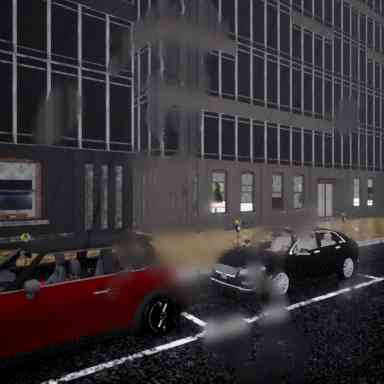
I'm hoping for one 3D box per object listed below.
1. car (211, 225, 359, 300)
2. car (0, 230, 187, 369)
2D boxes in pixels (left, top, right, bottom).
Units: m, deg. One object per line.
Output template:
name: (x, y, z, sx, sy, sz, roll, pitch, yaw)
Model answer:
car: (2.456, 1.549, 8.314, 4.403, 1.369, 2.008, 0, 0, -36)
car: (-2.177, 1.440, 5.008, 4.097, 1.590, 1.967, 0, 0, -36)
